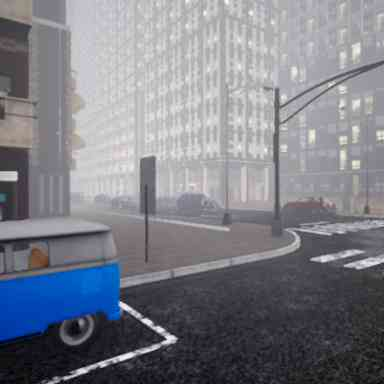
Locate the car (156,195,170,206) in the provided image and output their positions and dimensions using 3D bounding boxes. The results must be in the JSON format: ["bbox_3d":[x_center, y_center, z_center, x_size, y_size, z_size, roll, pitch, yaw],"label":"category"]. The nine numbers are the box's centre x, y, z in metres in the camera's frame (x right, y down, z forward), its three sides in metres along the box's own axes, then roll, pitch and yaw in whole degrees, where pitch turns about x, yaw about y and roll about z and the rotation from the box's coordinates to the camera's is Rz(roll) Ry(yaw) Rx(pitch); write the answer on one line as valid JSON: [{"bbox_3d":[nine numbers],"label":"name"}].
[{"bbox_3d":[-3.823,1.094,44.845,2.008,1.369,4.403,0,0,-35],"label":"car"}]

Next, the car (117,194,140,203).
[{"bbox_3d":[-10.361,1.095,54.058,1.947,1.339,4.313,0,0,-35],"label":"car"}]

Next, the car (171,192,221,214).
[{"bbox_3d":[0.490,0.929,28.762,2.097,1.767,4.553,0,0,-35],"label":"car"}]

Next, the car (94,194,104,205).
[{"bbox_3d":[-12.281,1.023,46.829,1.882,1.535,5.008,0,0,-35],"label":"car"}]

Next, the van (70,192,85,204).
[{"bbox_3d":[-17.195,0.885,49.209,1.690,1.788,3.998,0,0,-35],"label":"van"}]

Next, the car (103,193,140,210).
[{"bbox_3d":[-7.390,1.117,35.389,2.008,1.369,4.403,0,0,-35],"label":"car"}]

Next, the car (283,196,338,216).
[{"bbox_3d":[9.252,1.017,26.418,1.967,1.590,4.097,0,0,-35],"label":"car"}]

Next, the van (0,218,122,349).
[{"bbox_3d":[-2.986,1.338,4.575,3.998,1.788,1.690,-1,2,-35],"label":"van"}]
